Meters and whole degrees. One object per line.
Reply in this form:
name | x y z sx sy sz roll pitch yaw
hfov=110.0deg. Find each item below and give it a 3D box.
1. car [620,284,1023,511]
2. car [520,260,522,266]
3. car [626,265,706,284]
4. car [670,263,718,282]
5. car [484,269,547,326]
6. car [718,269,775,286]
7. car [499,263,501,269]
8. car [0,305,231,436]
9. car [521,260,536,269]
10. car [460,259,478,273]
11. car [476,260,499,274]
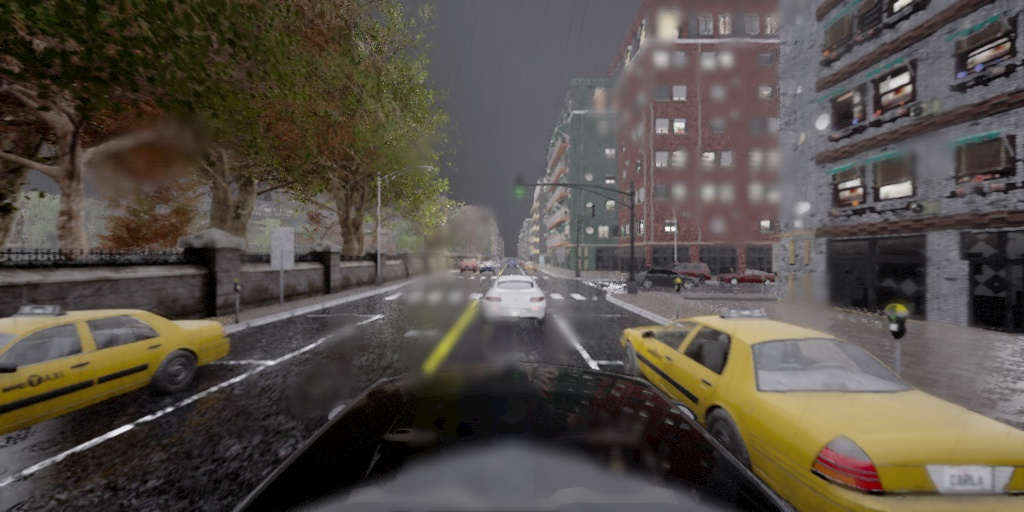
car | 2.691 1.288 4.416 1.751 1.417 4.829 0 0 0
car | 2.685 1.591 58.880 1.888 1.381 4.507 0 0 0
car | 10.653 1.601 25.452 4.892 1.490 1.837 1 -1 -3
car | 14.595 1.485 31.225 5.009 1.841 2.192 0 0 0
car | 0.100 1.325 11.830 1.812 1.442 4.674 0 0 0
car | 20.290 1.819 31.243 4.507 1.381 1.888 0 0 0
car | -3.029 1.672 63.228 1.895 1.301 4.718 0 0 0
car | -5.690 1.287 4.074 1.751 1.417 4.829 0 0 0
car | 2.685 1.540 53.516 1.751 1.417 4.829 0 0 0
car | -5.695 1.298 47.809 2.192 1.841 5.009 0 0 0
car | -3.093 1.573 45.707 1.895 1.301 4.718 0 0 0
